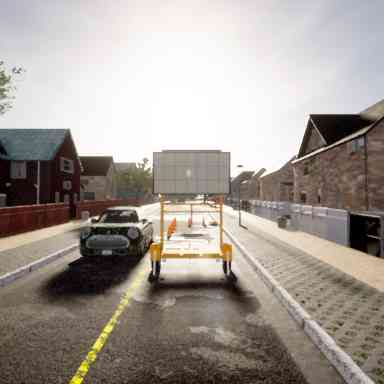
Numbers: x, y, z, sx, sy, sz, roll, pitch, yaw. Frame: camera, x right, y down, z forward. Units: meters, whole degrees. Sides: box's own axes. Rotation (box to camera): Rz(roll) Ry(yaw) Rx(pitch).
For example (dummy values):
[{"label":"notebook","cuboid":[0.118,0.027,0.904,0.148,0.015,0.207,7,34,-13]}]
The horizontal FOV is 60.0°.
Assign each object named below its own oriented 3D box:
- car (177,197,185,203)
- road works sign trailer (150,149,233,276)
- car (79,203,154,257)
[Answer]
[{"label":"car","cuboid":[-2.807,2.171,87.130,1.837,1.490,4.892,0,-1,0]},{"label":"road works sign trailer","cuboid":[-0.010,0.483,10.386,2.380,3.560,2.880,0,0,1]},{"label":"car","cuboid":[-2.758,1.379,13.030,2.097,1.767,4.553,0,0,0]}]
